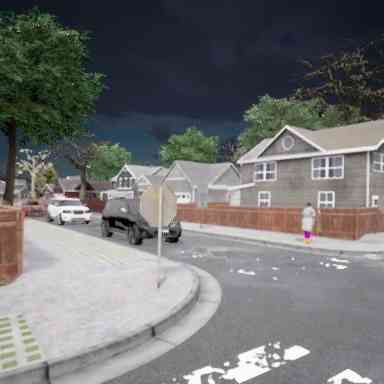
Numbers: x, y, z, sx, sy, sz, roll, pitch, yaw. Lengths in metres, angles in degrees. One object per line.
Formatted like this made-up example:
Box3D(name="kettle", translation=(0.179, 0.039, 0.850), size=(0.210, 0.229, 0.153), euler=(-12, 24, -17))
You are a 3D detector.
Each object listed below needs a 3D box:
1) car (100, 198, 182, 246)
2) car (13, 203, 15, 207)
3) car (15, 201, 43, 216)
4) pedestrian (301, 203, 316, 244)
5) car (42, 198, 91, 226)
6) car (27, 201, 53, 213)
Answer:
Box3D(name="car", translation=(-2.677, 1.346, 16.328), size=(2.150, 2.045, 5.566), euler=(2, -2, -35))
Box3D(name="car", translation=(-27.545, 2.167, 53.772), size=(1.812, 1.442, 4.674), euler=(2, -2, -40))
Box3D(name="car", translation=(-17.786, 1.754, 37.033), size=(2.097, 1.767, 4.553), euler=(2, -2, -37))
Box3D(name="pedestrian", translation=(5.271, 1.382, 15.184), size=(0.375, 1.860, 0.375), euler=(1, -1, -35))
Box3D(name="car", translation=(-9.856, 1.495, 26.429), size=(2.150, 2.045, 5.566), euler=(2, -2, -36))
Box3D(name="car", translation=(-21.015, 2.058, 45.829), size=(2.128, 1.511, 4.902), euler=(2, -2, -39))
